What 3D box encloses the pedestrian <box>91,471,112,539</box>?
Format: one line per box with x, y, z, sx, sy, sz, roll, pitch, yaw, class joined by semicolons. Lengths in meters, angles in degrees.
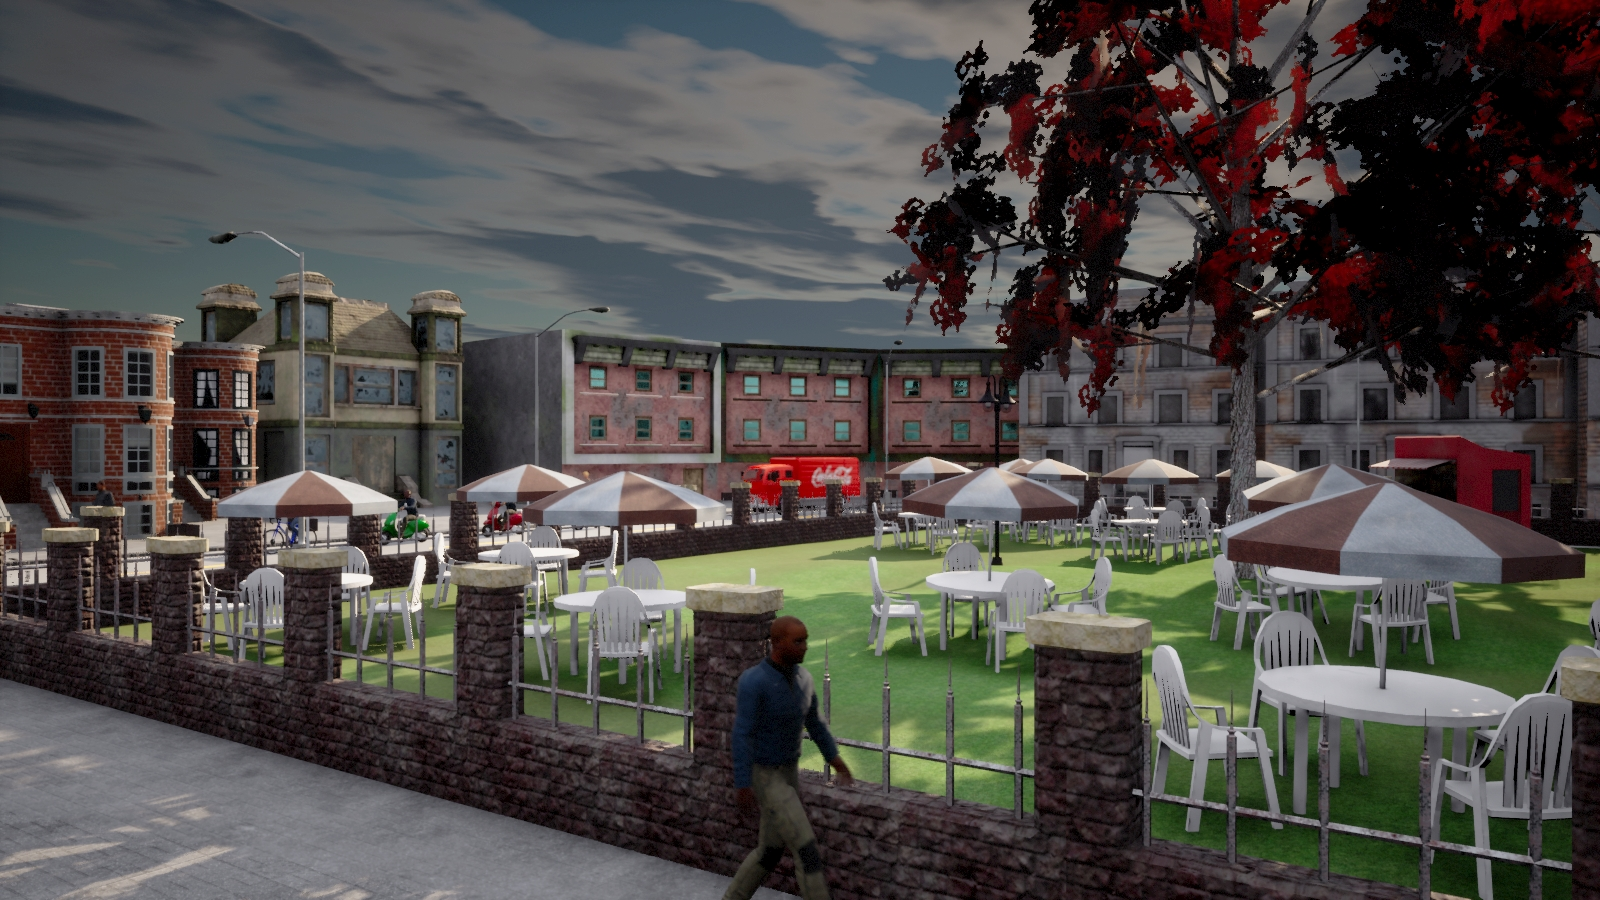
-19.342;1.512;31.642;0.375;1.860;0.375;0;0;31;pedestrian

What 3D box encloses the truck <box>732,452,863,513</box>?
-0.065;1.332;49.833;5.204;2.467;2.627;-1;0;-38;truck

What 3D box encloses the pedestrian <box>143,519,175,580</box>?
-12.203;1.887;21.754;0.500;1.100;0.500;0;0;-32;pedestrian

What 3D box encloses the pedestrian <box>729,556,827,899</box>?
-0.115;1.523;6.142;0.375;1.860;0.375;0;0;35;pedestrian

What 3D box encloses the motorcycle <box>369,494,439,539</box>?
-11.759;1.950;33.969;0.856;1.236;1.805;0;0;35;motorcycle

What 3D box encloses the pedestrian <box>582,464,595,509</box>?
-8.754;1.512;47.248;0.375;1.860;0.375;0;0;-42;pedestrian
